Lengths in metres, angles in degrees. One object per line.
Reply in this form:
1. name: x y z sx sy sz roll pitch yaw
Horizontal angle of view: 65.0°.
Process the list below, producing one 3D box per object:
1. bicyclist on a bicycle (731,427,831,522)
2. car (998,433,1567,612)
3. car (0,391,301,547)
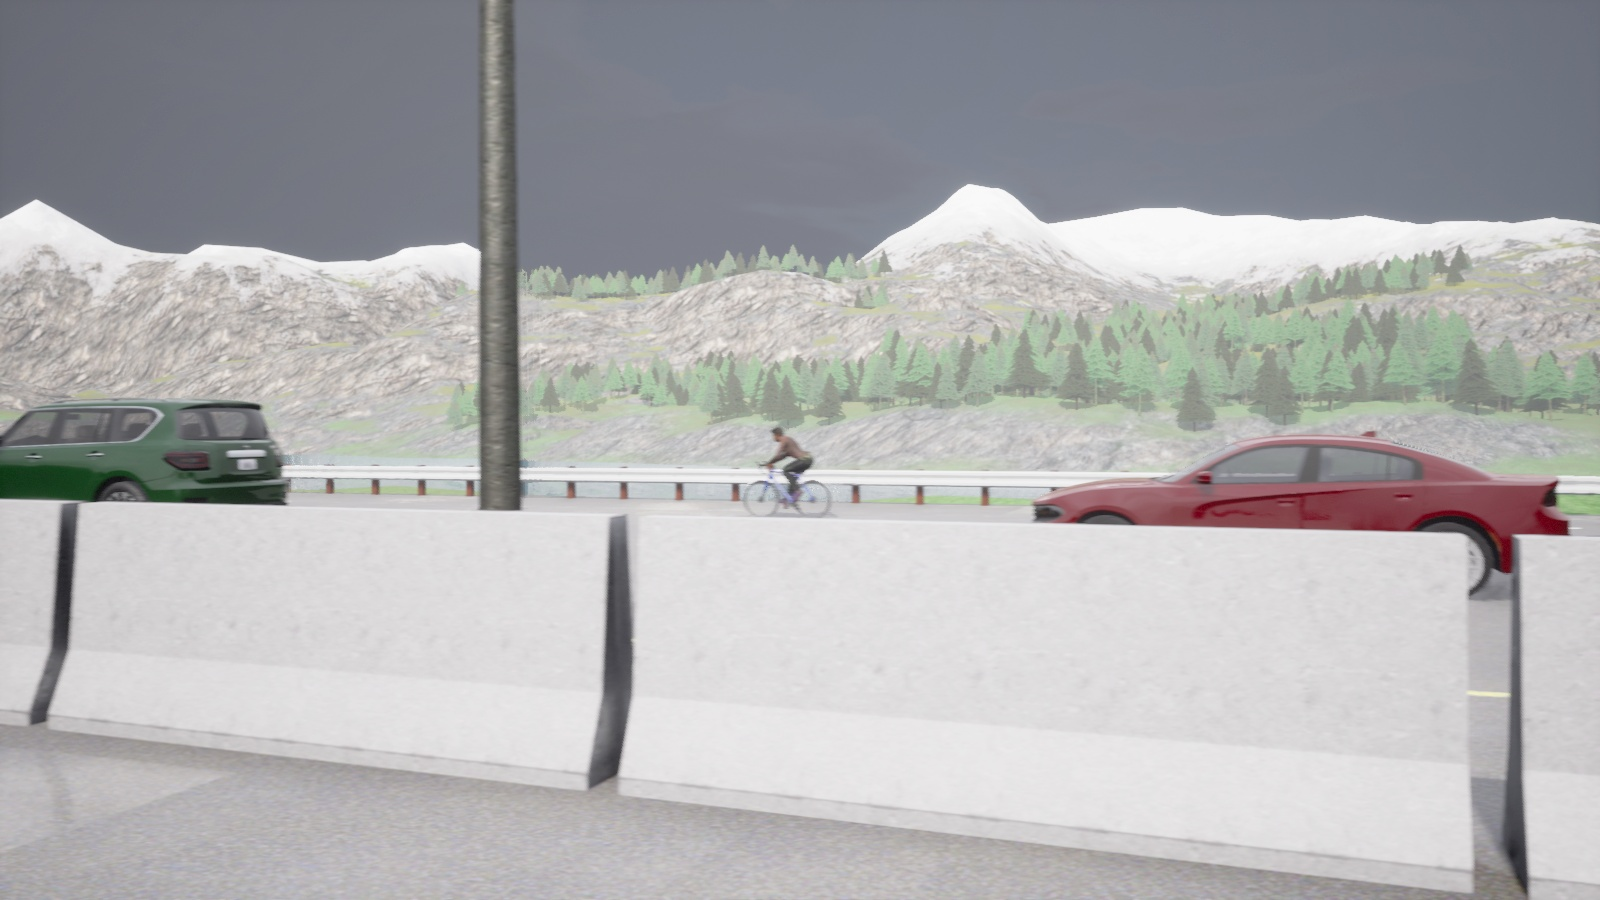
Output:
1. bicyclist on a bicycle: -0.330 0.415 22.115 1.656 1.620 0.582 0 1 21
2. car: 4.685 0.612 12.740 5.008 1.535 1.882 1 1 21
3. car: -10.302 0.206 18.396 5.566 2.045 2.150 1 1 21
